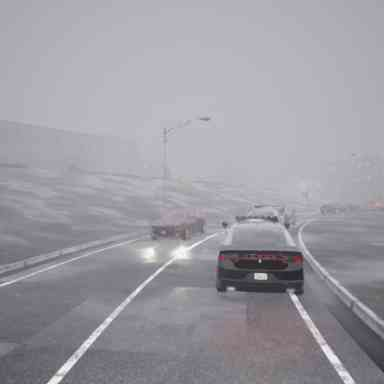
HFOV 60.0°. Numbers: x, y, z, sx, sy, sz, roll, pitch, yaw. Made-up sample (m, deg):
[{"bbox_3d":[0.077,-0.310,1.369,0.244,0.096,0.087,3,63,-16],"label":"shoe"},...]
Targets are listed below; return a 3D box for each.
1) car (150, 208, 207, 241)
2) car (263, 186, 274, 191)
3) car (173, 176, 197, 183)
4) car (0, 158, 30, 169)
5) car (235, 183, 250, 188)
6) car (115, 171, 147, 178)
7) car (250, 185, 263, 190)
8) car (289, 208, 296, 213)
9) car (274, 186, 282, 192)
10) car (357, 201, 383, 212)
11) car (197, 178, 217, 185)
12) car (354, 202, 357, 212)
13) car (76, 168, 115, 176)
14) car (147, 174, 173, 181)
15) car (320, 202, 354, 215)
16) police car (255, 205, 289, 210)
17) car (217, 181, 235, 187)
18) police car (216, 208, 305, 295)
[{"bbox_3d":[-0.608,1.674,18.129,1.882,1.535,5.008,-2,-1,18],"label":"car"},{"bbox_3d":[17.046,-0.644,79.846,2.185,1.767,4.553,-4,-6,41],"label":"car"},{"bbox_3d":[-2.009,-1.975,59.624,5.008,1.535,2.097,4,-6,-43],"label":"car"},{"bbox_3d":[-22.680,-3.285,41.451,4.553,1.767,2.185,3,-5,-41],"label":"car"},{"bbox_3d":[9.736,-1.089,71.561,2.002,1.452,4.674,-4,-6,43],"label":"car"},{"bbox_3d":[-10.198,-2.497,52.154,4.892,1.521,2.231,3,-5,-41],"label":"car"},{"bbox_3d":[13.367,-0.841,75.579,2.231,1.521,4.892,-4,-6,42],"label":"car"},{"bbox_3d":[6.136,1.692,23.518,1.837,1.490,4.892,-2,-1,24],"label":"car"},{"bbox_3d":[20.632,-0.420,84.157,2.435,2.045,5.566,-3,-6,40],"label":"car"},{"bbox_3d":[27.245,2.115,49.755,4.553,1.767,2.097,2,-4,-39],"label":"car"},{"bbox_3d":[1.946,-1.827,63.480,4.553,1.767,2.185,4,-6,-44],"label":"car"},{"bbox_3d":[24.003,2.291,51.724,4.553,1.767,2.097,1,-4,-39],"label":"car"},{"bbox_3d":[-14.379,-2.728,48.559,4.892,1.521,2.231,3,-5,-41],"label":"car"},{"bbox_3d":[-6.063,-2.202,55.843,4.674,1.452,2.002,4,-6,-42],"label":"car"},{"bbox_3d":[17.852,2.048,41.594,4.892,1.490,1.837,1,-4,-41],"label":"car"},{"bbox_3d":[4.061,1.544,18.299,1.930,1.638,5.238,-1,-1,19],"label":"police car"},{"bbox_3d":[5.952,-1.383,67.553,2.163,1.488,4.792,-4,-6,44],"label":"car"},{"bbox_3d":[1.749,1.457,9.037,1.930,1.638,5.238,-1,0,9],"label":"police car"}]
